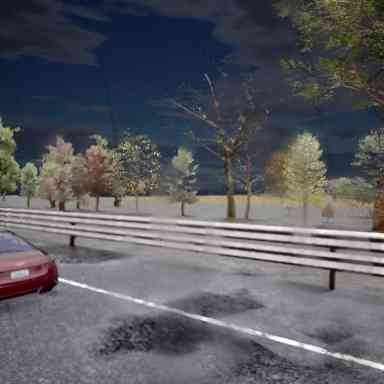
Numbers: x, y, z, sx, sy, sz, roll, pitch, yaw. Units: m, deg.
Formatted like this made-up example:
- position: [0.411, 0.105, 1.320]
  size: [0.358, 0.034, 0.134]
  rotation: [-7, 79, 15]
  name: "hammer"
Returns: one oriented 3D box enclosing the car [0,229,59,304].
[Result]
- position: [-4.938, 1.541, 7.600]
  size: [4.181, 1.385, 1.994]
  rotation: [0, 0, 36]
  name: "car"
